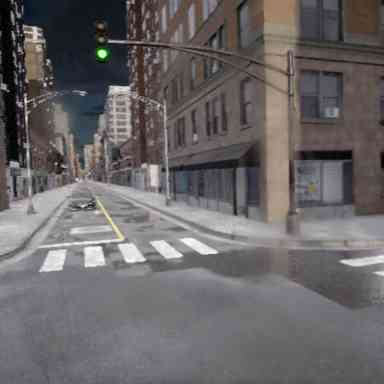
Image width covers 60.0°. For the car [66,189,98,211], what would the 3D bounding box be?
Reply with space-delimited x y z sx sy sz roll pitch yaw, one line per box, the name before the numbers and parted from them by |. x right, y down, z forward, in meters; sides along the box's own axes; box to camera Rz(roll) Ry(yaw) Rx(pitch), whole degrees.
car | -8.236 0.587 25.016 1.837 1.490 4.892 -3 5 -18
